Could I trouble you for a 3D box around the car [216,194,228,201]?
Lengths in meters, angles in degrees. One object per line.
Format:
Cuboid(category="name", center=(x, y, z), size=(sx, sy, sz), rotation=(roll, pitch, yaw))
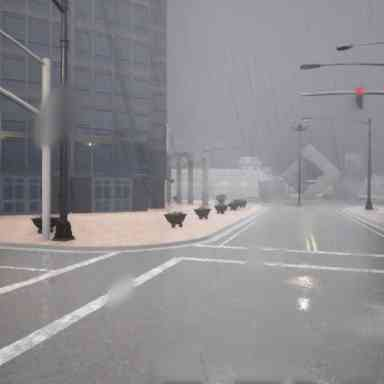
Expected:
Cuboid(category="car", center=(6.500, 1.225, 72.983), size=(1.837, 1.490, 4.892), rotation=(0, 0, -8))
